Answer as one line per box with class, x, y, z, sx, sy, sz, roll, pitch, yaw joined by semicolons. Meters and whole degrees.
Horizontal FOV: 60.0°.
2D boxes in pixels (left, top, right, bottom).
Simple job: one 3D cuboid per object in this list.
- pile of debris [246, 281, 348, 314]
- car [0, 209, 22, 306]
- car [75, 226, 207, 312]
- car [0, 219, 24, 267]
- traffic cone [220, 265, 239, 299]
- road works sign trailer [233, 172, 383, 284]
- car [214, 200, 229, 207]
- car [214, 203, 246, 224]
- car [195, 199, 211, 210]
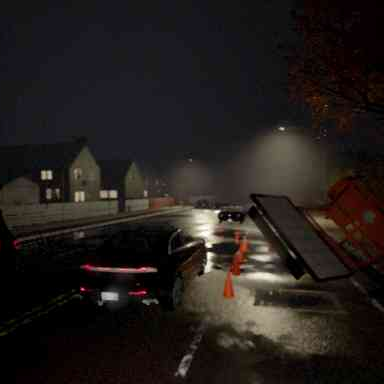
pile of debris;2.143;2.205;7.074;1.860;0.140;1.500;0;-1;13
car;-5.098;1.289;4.862;2.150;2.045;5.566;0;0;12
car;-0.866;1.563;8.006;2.128;1.511;4.902;0;0;12
car;-7.458;1.663;9.222;2.033;1.411;5.357;0;0;12
traffic cone;0.807;2.012;7.358;0.340;0.580;0.340;0;0;12
road works sign trailer;3.078;1.141;8.013;3.560;2.880;2.380;4;40;-37
car;4.308;1.897;47.319;1.994;1.385;4.181;0;0;13
car;3.285;1.795;26.751;1.895;1.301;4.718;0;0;12
car;1.686;1.874;50.504;1.837;1.490;4.892;0;-1;13
